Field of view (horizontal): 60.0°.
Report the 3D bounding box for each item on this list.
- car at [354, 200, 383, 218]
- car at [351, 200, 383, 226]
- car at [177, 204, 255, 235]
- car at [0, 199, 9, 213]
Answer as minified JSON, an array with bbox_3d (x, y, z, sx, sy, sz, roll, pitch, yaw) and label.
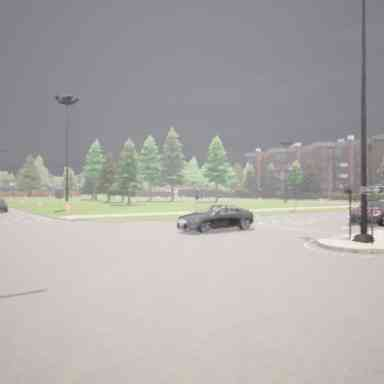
[{"bbox_3d":[17.175,1.522,30.359,5.357,1.411,2.033,0,0,-35],"label":"car"},{"bbox_3d":[12.887,1.333,23.011,4.553,1.767,2.097,0,0,-35],"label":"car"},{"bbox_3d":[1.431,1.481,19.021,4.902,1.511,2.128,0,0,-35],"label":"car"},{"bbox_3d":[-21.535,1.501,36.732,1.837,1.490,4.892,0,0,-36],"label":"car"}]
